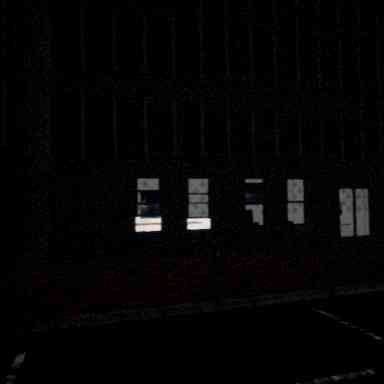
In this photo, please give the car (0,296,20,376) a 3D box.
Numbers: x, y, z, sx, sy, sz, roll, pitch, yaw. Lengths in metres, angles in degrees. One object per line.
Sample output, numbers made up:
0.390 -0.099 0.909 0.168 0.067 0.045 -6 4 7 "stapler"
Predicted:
-4.343 1.747 3.592 4.403 1.369 2.008 0 -2 -17 "car"
